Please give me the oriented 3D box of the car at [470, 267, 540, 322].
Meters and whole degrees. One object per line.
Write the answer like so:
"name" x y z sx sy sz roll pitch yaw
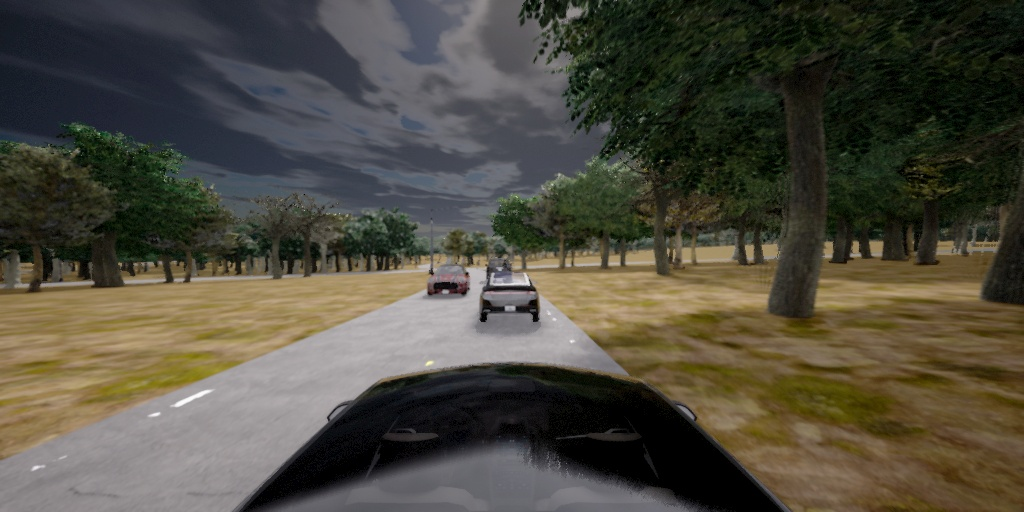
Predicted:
"car" -0.119 1.300 12.588 2.128 1.511 4.902 0 -1 -2

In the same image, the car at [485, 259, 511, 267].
"car" -1.215 1.262 32.151 2.150 2.045 5.566 0 -1 -5

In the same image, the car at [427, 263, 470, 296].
"car" -3.509 1.283 20.567 2.097 1.767 4.553 0 -1 -3
